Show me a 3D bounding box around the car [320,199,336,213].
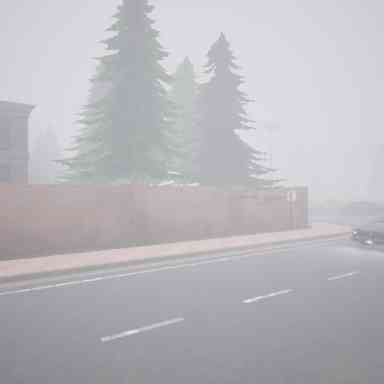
[{"bbox_3d":[15.507,1.478,35.569,1.882,1.535,5.008,0,0,-35],"label":"car"}]

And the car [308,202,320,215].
[{"bbox_3d":[9.202,1.547,32.360,2.033,1.411,5.357,0,0,-35],"label":"car"}]

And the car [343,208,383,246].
[{"bbox_3d":[9.191,1.547,14.188,5.357,1.411,2.033,0,0,-29],"label":"car"}]

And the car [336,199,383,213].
[{"bbox_3d":[15.678,1.505,29.268,1.837,1.490,4.892,0,0,-35],"label":"car"}]
